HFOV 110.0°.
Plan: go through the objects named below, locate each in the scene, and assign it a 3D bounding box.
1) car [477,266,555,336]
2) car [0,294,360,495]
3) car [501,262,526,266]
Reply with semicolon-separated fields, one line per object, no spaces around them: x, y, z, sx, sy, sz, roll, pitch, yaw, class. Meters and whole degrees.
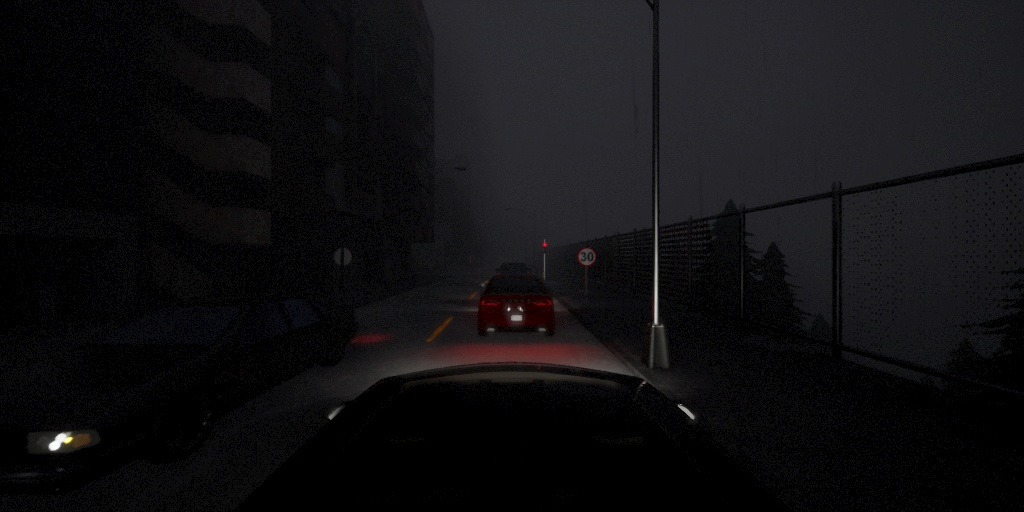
0.095;1.233;10.471;1.882;1.535;5.008;0;0;0;car
-4.101;1.299;5.225;2.033;1.411;5.357;0;0;0;car
0.093;1.113;20.841;2.097;1.767;4.553;0;0;0;car
